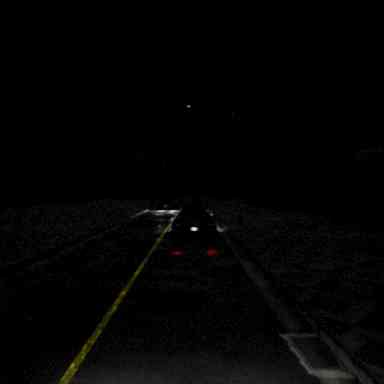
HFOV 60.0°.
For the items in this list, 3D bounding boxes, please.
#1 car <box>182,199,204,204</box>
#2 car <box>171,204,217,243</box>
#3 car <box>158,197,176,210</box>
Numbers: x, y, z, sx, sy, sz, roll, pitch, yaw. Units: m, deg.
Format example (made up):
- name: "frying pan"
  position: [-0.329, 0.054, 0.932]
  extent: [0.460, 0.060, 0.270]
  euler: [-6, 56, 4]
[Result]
- name: "car"
  position: [0.091, 1.387, 32.203]
  extent: [1.882, 1.535, 5.008]
  euler: [0, 0, 0]
- name: "car"
  position: [0.092, 1.506, 15.855]
  extent: [1.994, 1.385, 4.181]
  euler: [0, 0, 0]
- name: "car"
  position: [-3.055, 1.400, 40.886]
  extent: [1.837, 1.490, 4.892]
  euler: [0, 0, 1]
